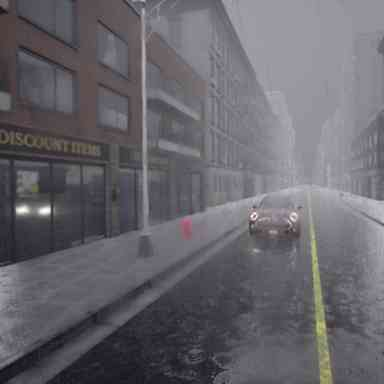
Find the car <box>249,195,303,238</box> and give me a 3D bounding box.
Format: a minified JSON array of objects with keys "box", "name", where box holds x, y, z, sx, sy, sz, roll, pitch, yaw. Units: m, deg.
[{"box":[3.953,0.955,15.318,2.097,1.767,4.553,0,1,19],"name":"car"}]
